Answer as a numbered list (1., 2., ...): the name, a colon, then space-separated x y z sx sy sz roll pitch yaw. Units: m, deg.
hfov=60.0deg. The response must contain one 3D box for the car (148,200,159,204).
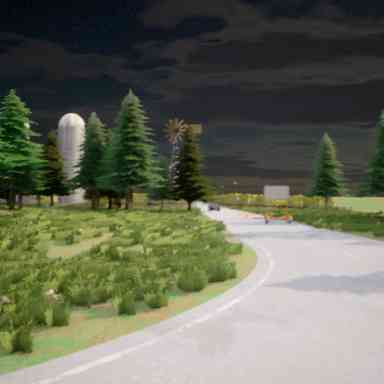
1. car: -10.726 3.085 92.314 1.905 1.878 3.866 1 -1 -32

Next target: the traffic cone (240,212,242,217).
1. traffic cone: 6.208 2.760 39.628 0.340 0.580 0.340 0 -1 -1

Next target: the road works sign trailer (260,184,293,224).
1. road works sign trailer: 7.750 1.089 30.690 2.380 3.560 2.880 0 -1 -1

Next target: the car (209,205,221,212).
1. car: 3.952 2.683 58.051 1.837 1.490 4.892 0 -2 -1
